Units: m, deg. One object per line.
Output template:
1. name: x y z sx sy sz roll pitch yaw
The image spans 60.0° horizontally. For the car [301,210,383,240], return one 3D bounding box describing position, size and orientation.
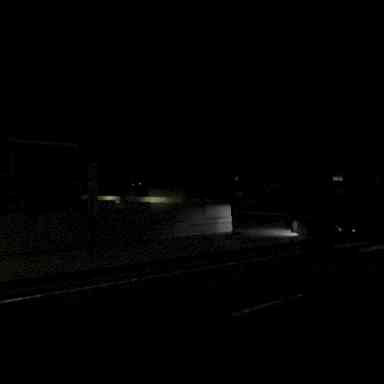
1. car: 8.045 1.549 15.839 5.357 1.411 2.033 0 0 22
